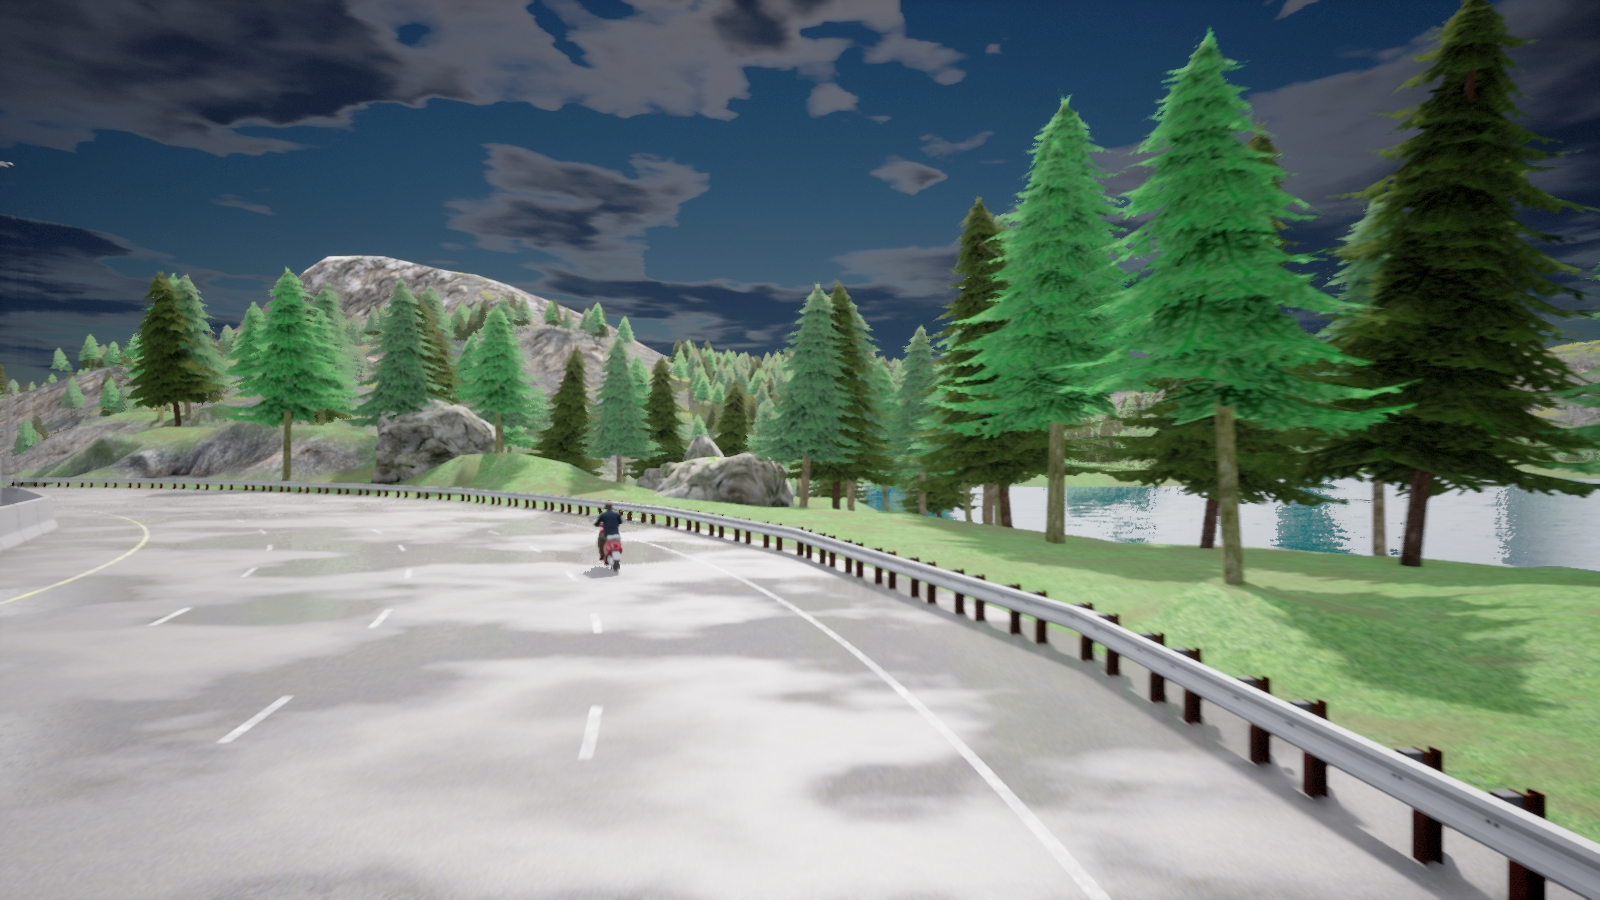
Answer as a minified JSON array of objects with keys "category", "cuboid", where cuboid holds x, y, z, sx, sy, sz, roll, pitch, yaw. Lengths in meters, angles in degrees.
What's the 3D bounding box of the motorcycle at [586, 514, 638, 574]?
[{"category":"motorcycle","cuboid":[-4.475,2.202,27.062,0.856,1.236,1.805,-3,1,-19]}]
